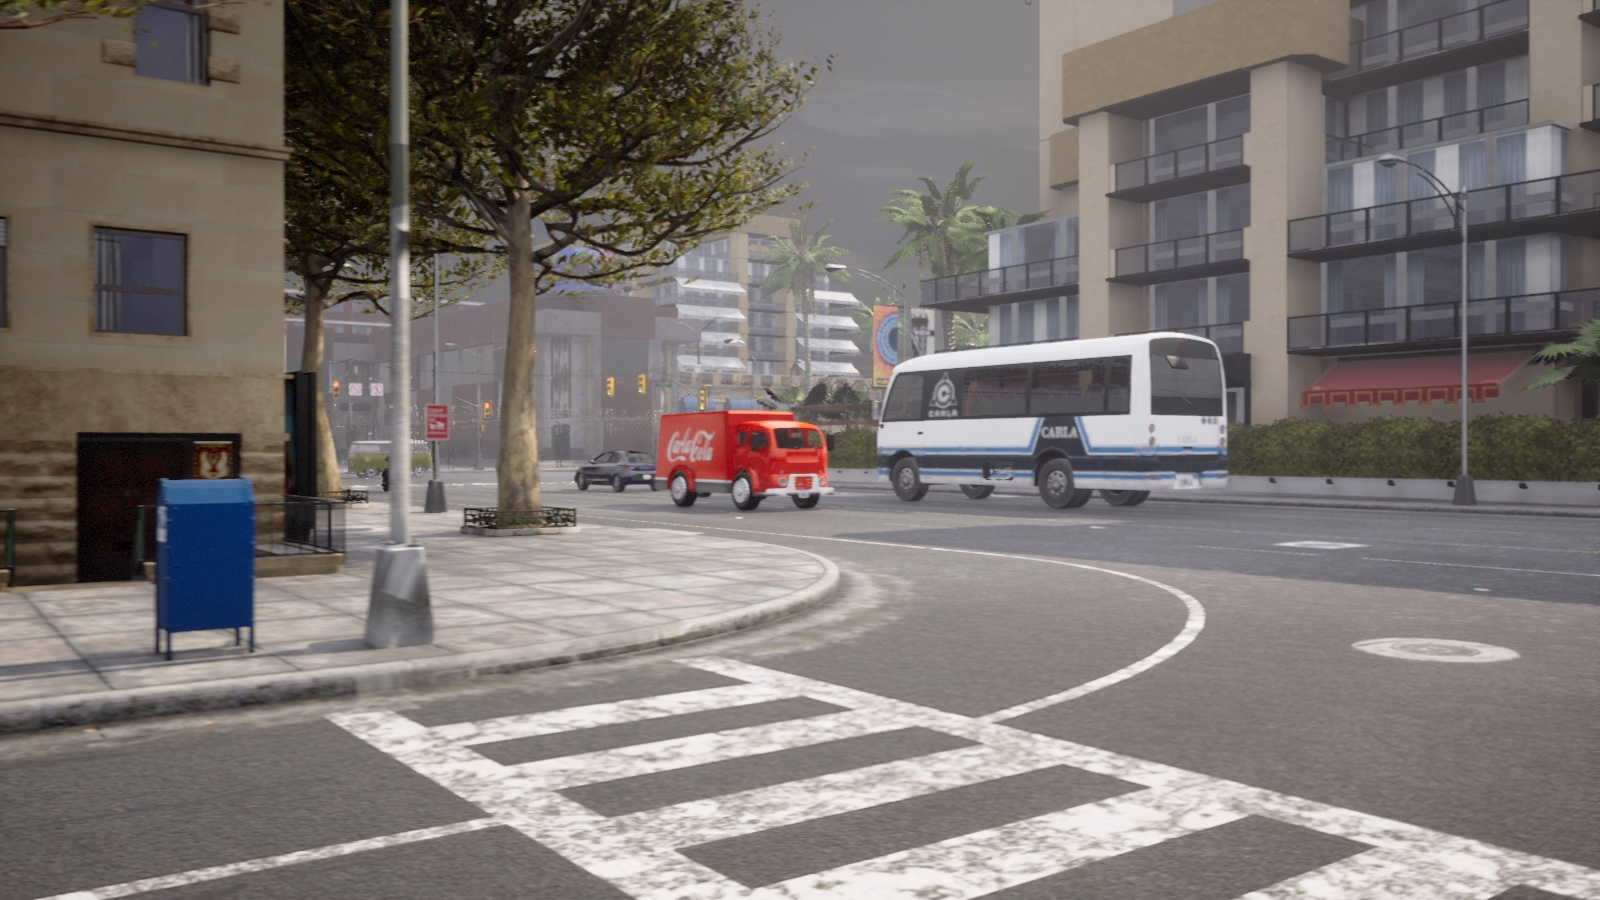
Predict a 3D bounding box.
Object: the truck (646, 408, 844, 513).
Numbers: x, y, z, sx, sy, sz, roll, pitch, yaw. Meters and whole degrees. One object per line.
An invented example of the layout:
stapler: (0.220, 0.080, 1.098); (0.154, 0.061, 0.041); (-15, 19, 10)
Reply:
truck: (-1.509, 0.245, 32.345); (2.627, 2.467, 5.204); (0, 0, -36)

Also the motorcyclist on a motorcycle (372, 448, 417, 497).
motorcyclist on a motorcycle: (-14.083, 0.748, 43.579); (0.766, 1.649, 2.350); (0, 0, -36)

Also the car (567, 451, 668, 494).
car: (-6.612, 0.766, 45.241); (1.816, 1.474, 4.193); (0, 0, -37)

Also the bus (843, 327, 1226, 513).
bus: (5.915, -0.690, 34.054); (3.944, 4.253, 10.273); (0, 0, -36)

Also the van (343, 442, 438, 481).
van: (-21.736, 0.579, 66.761); (4.442, 1.987, 1.775); (0, 0, -36)
